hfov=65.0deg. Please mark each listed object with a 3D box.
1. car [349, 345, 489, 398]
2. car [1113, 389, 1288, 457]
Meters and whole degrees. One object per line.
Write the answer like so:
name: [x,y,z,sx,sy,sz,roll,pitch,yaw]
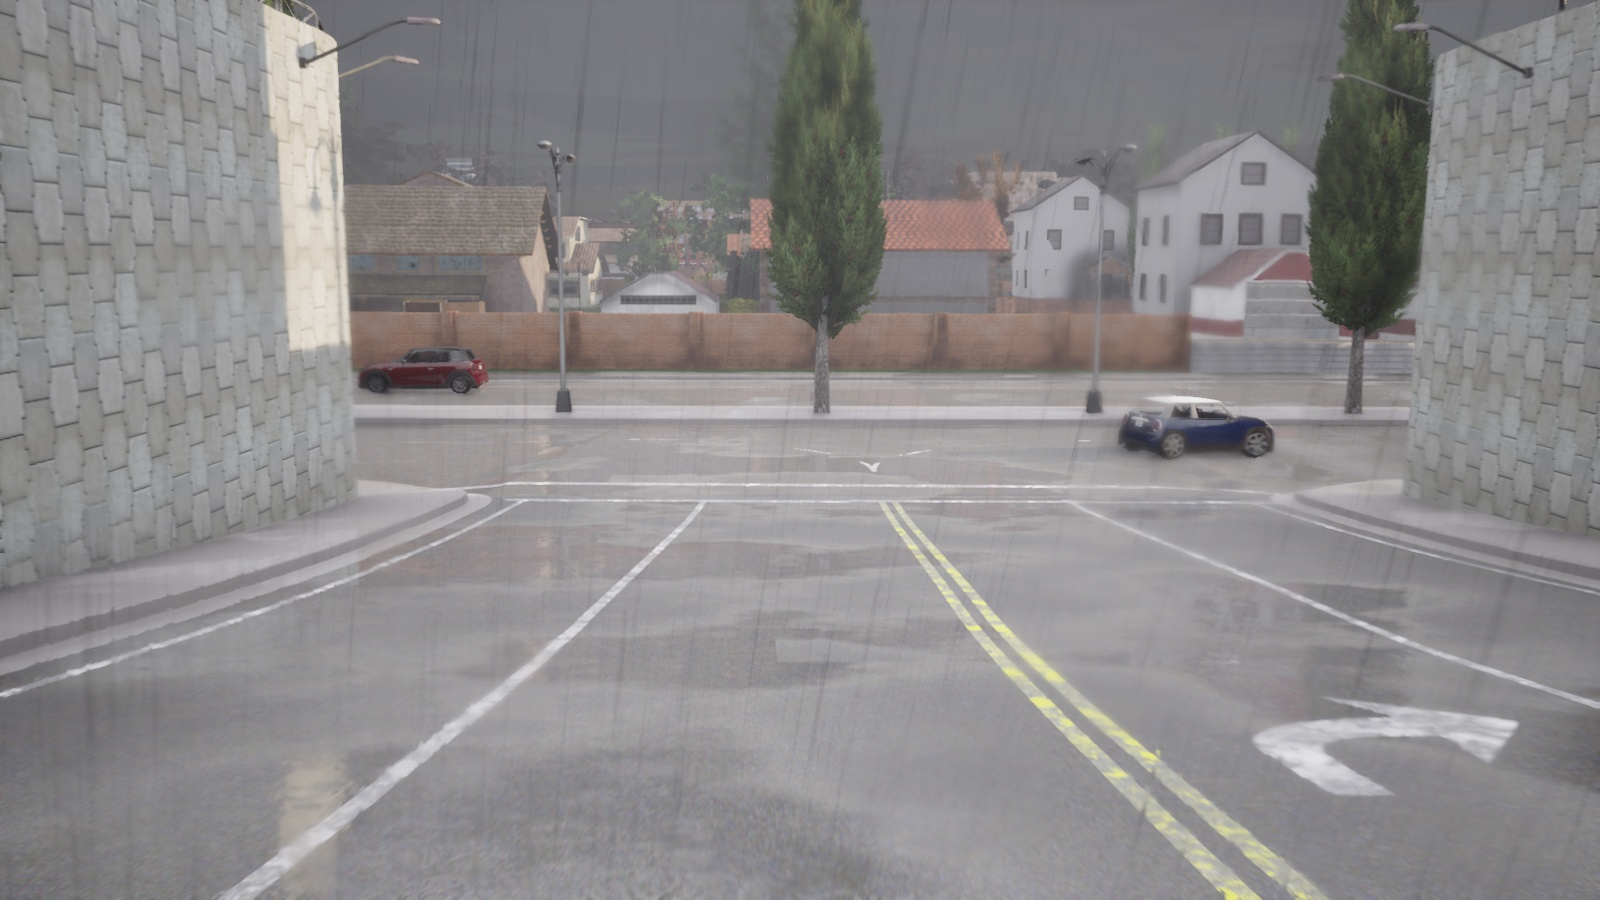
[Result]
car: [-14.214,-2.948,47.036,4.553,1.767,2.097,0,9,-1]
car: [10.301,-0.730,32.389,3.806,1.475,1.970,-2,8,-19]
